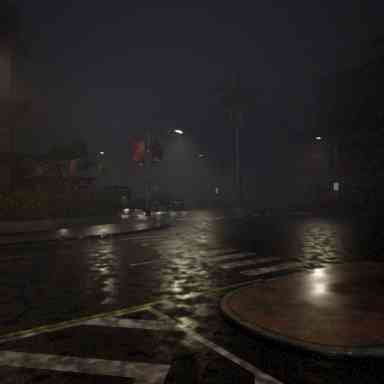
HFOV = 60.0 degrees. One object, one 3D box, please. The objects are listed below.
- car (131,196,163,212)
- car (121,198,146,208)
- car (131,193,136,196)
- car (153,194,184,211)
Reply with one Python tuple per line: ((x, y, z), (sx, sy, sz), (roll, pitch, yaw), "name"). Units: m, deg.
((-5.643, 1.526, 39.199), (1.812, 1.442, 4.674), (0, 0, -35), "car")
((-8.789, 1.601, 49.848), (1.895, 1.301, 4.718), (0, 0, -34), "car")
((-13.408, 1.220, 68.461), (2.150, 2.045, 5.566), (0, 0, -39), "car")
((-3.198, 1.221, 41.839), (2.150, 2.045, 5.566), (0, 0, -35), "car")
